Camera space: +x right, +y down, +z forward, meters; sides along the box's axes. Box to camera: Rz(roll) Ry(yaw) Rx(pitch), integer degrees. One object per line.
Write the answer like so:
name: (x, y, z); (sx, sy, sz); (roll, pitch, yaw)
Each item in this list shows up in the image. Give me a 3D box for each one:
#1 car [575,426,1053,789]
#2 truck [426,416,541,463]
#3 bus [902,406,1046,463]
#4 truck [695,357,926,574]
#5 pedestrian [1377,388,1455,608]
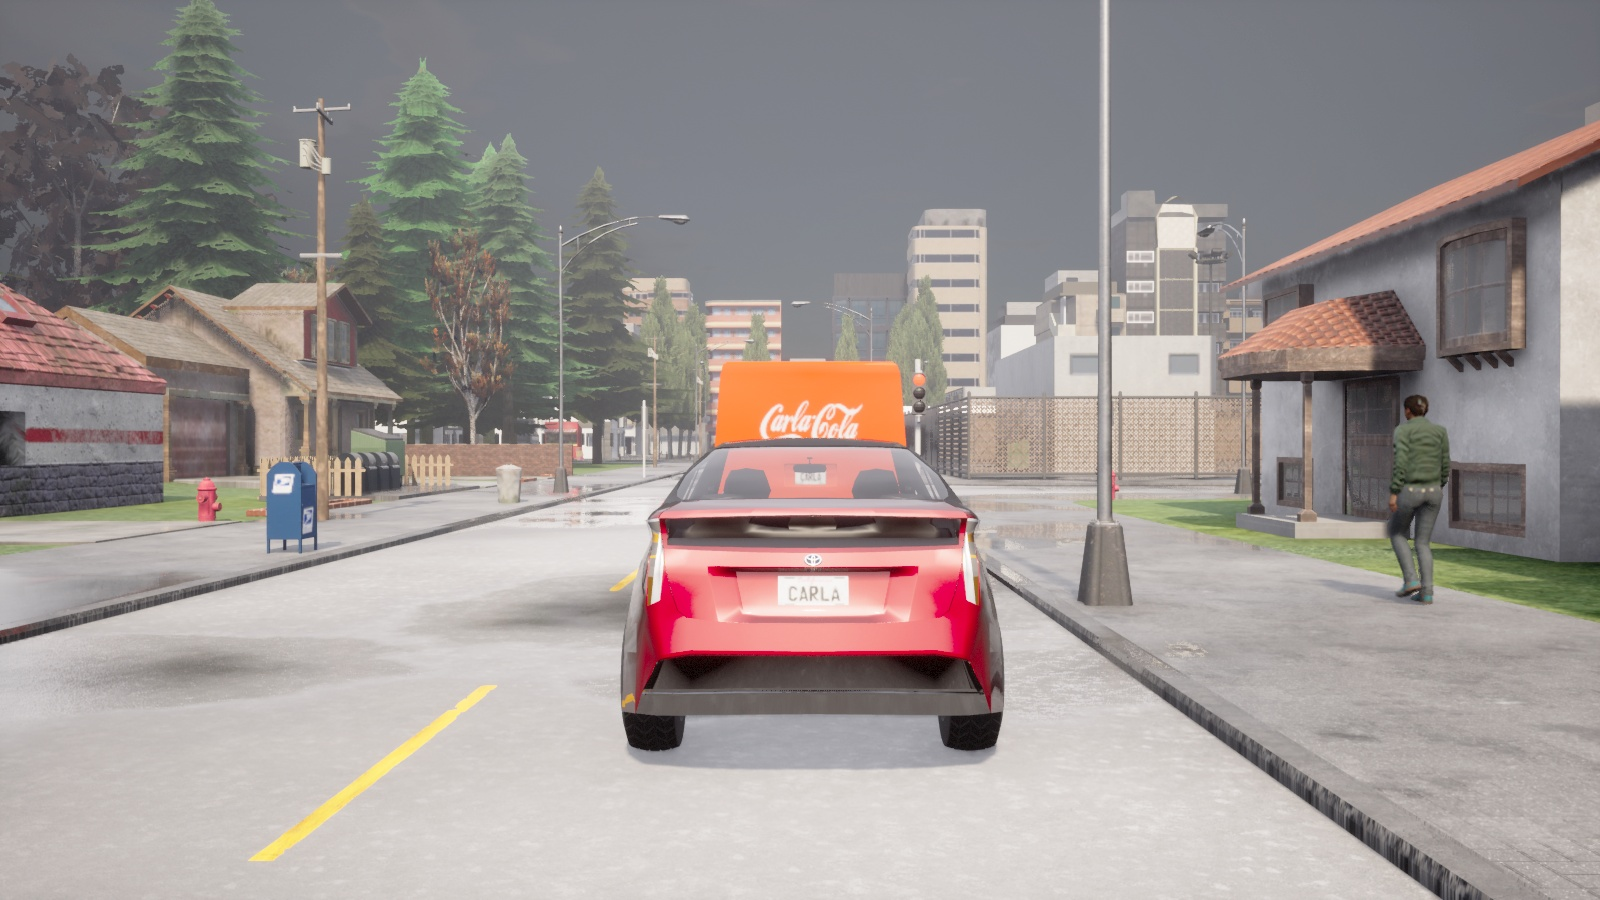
car: (0.061, 0.651, 7.533); (2.007, 1.525, 4.514); (0, 0, 0)
truck: (-23.756, -0.788, 94.488); (7.936, 3.462, 2.891); (0, 0, 2)
bus: (12.958, -1.152, 94.425); (10.273, 4.253, 3.944); (0, 0, 0)
truck: (0.118, 0.164, 16.898); (2.627, 2.467, 5.204); (0, 0, 0)
pedestrian: (5.314, 0.399, 10.846); (0.353, 1.847, 0.614); (0, 0, -2)
